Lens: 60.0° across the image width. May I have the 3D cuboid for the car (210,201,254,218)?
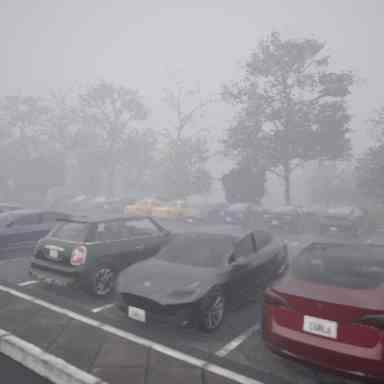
[{"bbox_3d":[3.578,1.418,21.225,2.097,1.535,5.008,1,1,36],"label":"car"}]

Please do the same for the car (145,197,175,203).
[{"bbox_3d":[-0.715,1.295,24.582,1.946,1.575,5.366,2,1,36],"label":"car"}]

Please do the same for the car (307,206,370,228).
[{"bbox_3d":[8.193,1.505,17.868,2.231,1.521,4.892,1,1,36],"label":"car"}]

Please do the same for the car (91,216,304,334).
[{"bbox_3d":[0.528,1.539,7.241,2.163,1.488,4.792,1,0,36],"label":"car"}]

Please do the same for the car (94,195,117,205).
[{"bbox_3d":[-5.325,1.162,27.741,2.163,1.488,4.792,2,1,36],"label":"car"}]

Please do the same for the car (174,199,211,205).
[{"bbox_3d":[1.306,1.392,22.848,2.163,1.488,4.792,2,1,36],"label":"car"}]

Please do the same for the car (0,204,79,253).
[{"bbox_3d":[-6.240,1.401,12.163,2.163,1.488,4.792,1,1,36],"label":"car"}]

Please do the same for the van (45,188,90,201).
[{"bbox_3d":[-12.174,0.603,32.529,1.878,1.987,4.442,2,2,36],"label":"van"}]

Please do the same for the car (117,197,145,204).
[{"bbox_3d":[-2.975,1.217,26.226,1.946,1.575,5.366,2,1,36],"label":"car"}]

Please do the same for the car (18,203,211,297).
[{"bbox_3d":[-1.726,1.346,8.877,2.185,1.767,4.553,1,1,36],"label":"car"}]

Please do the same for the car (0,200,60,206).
[{"bbox_3d":[-8.473,1.305,13.815,2.231,1.521,4.892,2,1,36],"label":"car"}]

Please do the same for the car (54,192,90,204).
[{"bbox_3d":[-9.945,0.967,31.068,2.002,1.452,4.674,3,2,36],"label":"car"}]

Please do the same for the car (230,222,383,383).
[{"bbox_3d":[2.817,1.568,5.649,2.163,1.488,4.792,1,0,36],"label":"car"}]

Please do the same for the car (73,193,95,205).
[{"bbox_3d":[-7.694,1.071,29.432,2.002,1.452,4.674,3,2,36],"label":"car"}]

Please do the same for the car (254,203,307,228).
[{"bbox_3d":[5.834,1.465,19.585,2.097,1.535,5.008,1,1,36],"label":"car"}]
